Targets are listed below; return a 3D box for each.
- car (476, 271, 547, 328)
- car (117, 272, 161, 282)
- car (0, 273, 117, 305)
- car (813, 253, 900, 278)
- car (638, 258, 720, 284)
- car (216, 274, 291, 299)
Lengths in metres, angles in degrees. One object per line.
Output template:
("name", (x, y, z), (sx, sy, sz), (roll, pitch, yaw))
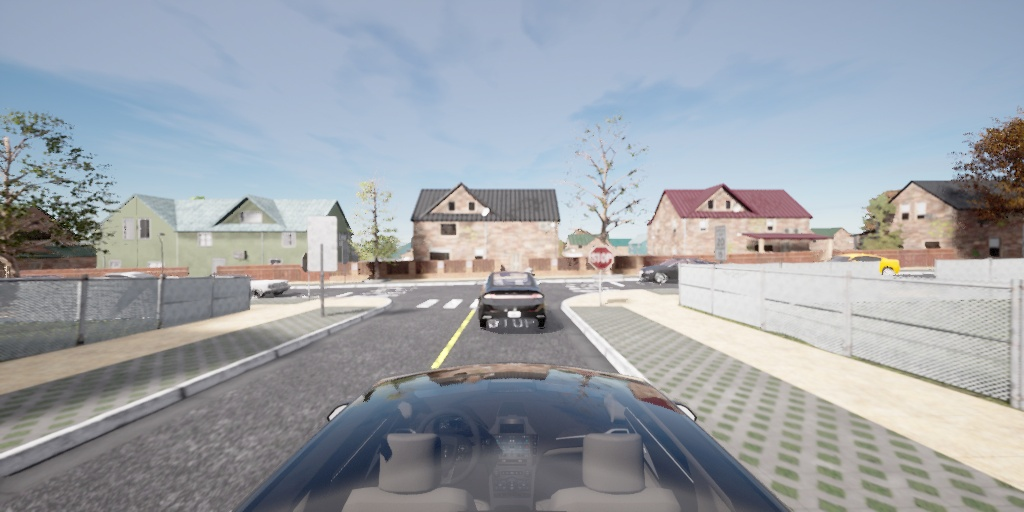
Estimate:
("car", (-0.091, 1.217, 11.243), (2.128, 1.511, 4.902), (0, 0, -3))
("car", (-24.308, 1.730, 22.241), (4.674, 1.442, 1.812), (-1, 1, 0))
("car", (-25.017, 1.764, 19.280), (4.902, 1.511, 2.128), (-1, 1, 0))
("car", (20.969, 0.614, 22.279), (5.008, 1.535, 1.882), (-1, 1, 0))
("car", (10.382, 0.876, 22.268), (4.902, 1.511, 2.128), (-1, 1, 0))
("car", (-14.680, 1.629, 19.288), (4.718, 1.301, 1.895), (-1, 1, 0))
